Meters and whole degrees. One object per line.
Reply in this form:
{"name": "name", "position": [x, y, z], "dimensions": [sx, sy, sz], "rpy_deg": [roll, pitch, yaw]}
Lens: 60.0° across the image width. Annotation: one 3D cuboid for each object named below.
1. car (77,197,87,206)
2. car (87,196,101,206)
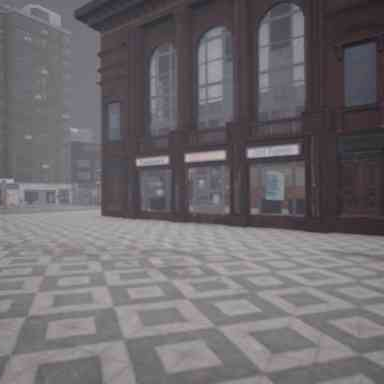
{"name": "car", "position": [-15.889, 1.453, 52.666], "dimensions": [2.128, 1.511, 4.902], "rpy_deg": [-1, 0, 36]}
{"name": "car", "position": [-13.049, 1.426, 51.072], "dimensions": [2.128, 1.511, 4.902], "rpy_deg": [-1, 0, 36]}
